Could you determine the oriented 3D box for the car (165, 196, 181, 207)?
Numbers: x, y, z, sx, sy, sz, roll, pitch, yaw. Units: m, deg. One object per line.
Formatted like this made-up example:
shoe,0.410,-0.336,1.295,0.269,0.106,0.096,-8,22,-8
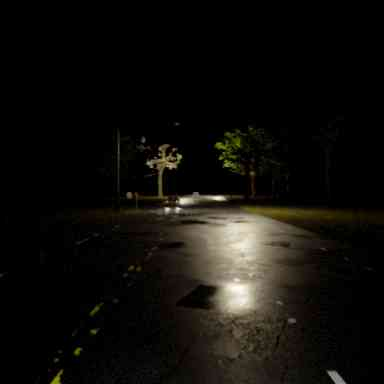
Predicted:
car,-2.927,1.456,51.560,2.097,1.767,4.553,0,0,2
